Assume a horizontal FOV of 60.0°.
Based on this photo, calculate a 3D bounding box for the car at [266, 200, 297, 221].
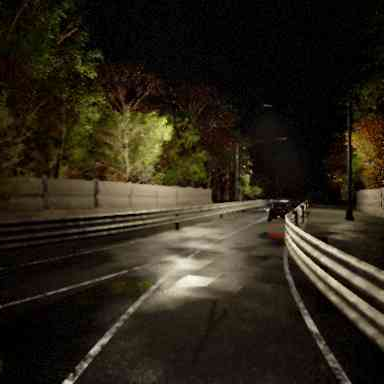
[{"bbox_3d":[7.653,1.693,28.422,1.837,1.490,4.892,0,0,20],"label":"car"}]

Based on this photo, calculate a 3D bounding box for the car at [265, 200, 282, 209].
[{"bbox_3d":[12.773,1.926,52.027,1.994,1.385,4.181,0,-1,21],"label":"car"}]

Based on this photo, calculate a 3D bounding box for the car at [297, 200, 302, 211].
[{"bbox_3d":[13.766,1.817,44.920,1.837,1.490,4.892,0,-1,20],"label":"car"}]
